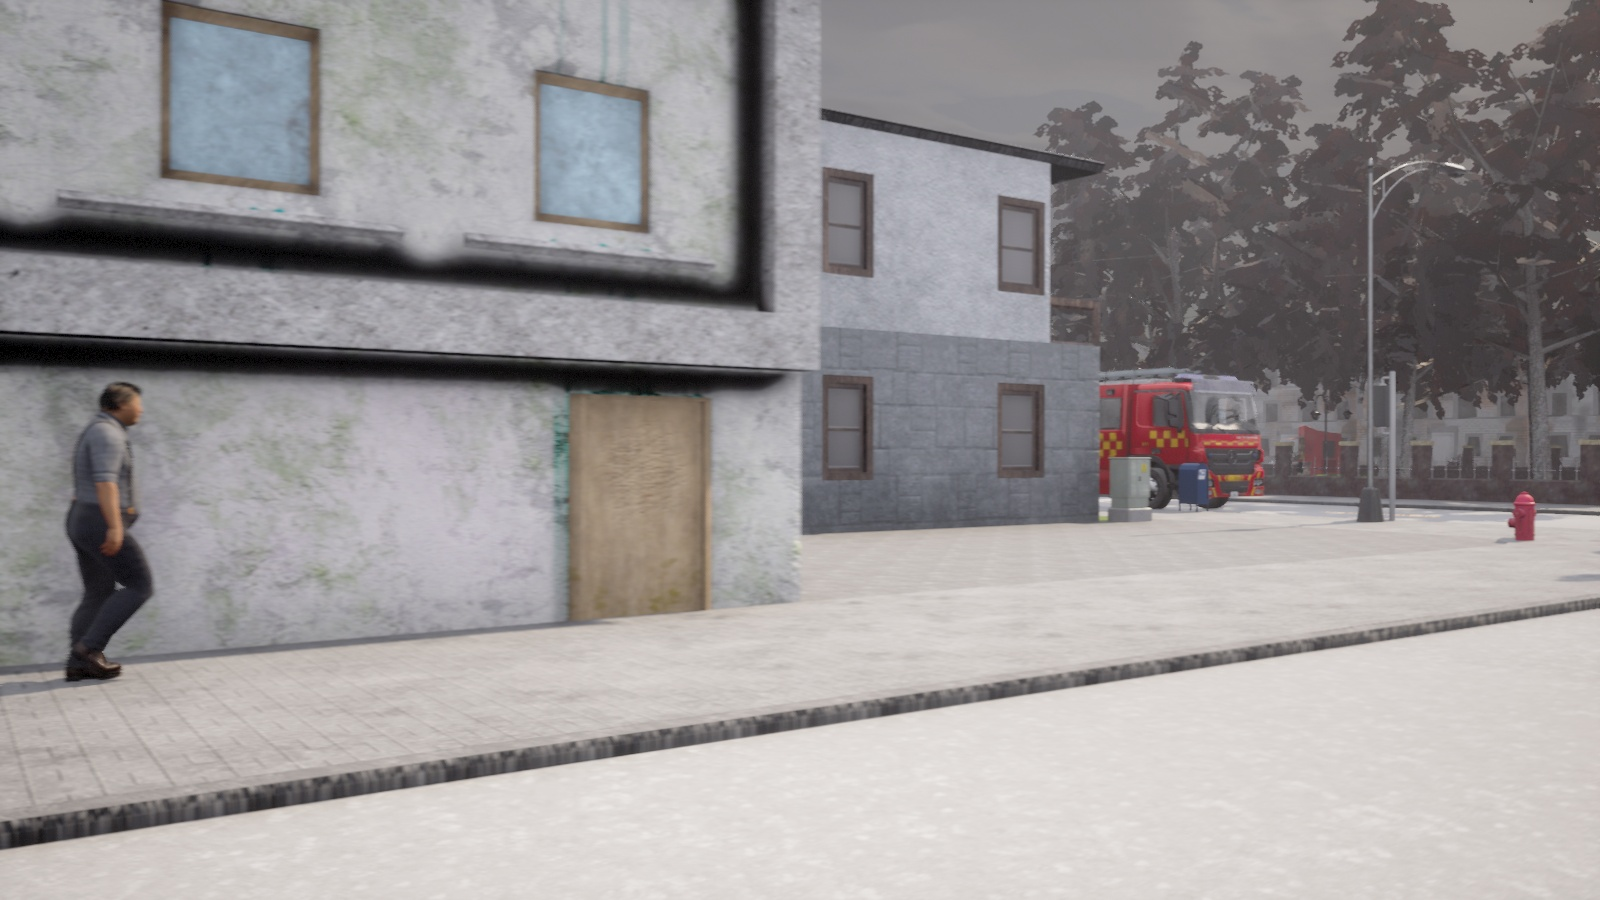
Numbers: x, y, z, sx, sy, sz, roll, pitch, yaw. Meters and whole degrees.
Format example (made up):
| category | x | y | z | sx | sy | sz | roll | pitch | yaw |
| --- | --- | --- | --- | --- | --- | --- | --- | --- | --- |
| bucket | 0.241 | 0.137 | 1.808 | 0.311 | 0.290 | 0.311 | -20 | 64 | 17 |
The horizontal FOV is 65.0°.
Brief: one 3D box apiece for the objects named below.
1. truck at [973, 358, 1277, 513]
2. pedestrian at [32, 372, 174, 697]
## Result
| category | x | y | z | sx | sy | sz | roll | pitch | yaw |
| --- | --- | --- | --- | --- | --- | --- | --- | --- | --- |
| truck | 8.838 | -0.352 | 35.358 | 2.891 | 3.827 | 8.468 | 0 | 0 | -34 |
| pedestrian | -4.207 | 0.482 | 7.574 | 0.694 | 1.848 | 0.540 | 0 | 0 | -35 |
